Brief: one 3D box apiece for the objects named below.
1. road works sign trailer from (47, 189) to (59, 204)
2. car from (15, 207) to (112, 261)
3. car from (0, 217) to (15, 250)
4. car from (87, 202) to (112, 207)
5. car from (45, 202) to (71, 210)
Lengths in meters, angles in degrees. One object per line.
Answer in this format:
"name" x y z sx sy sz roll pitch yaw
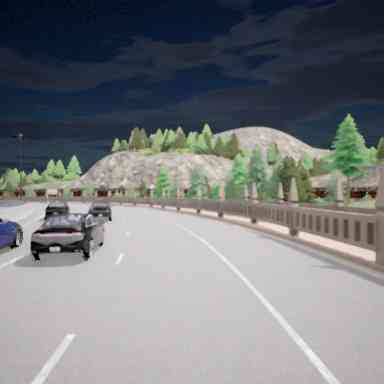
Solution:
"road works sign trailer" -31.785 0.934 75.531 2.380 3.560 2.880 -1 0 -33
"car" -4.447 1.533 12.496 2.128 1.511 4.902 0 0 -7
"car" -7.921 1.411 12.042 2.097 1.767 4.553 0 0 -7
"car" -7.936 1.608 28.634 1.837 1.490 4.892 0 0 -17
"car" -11.930 1.612 29.696 1.882 1.535 5.008 0 0 -18
